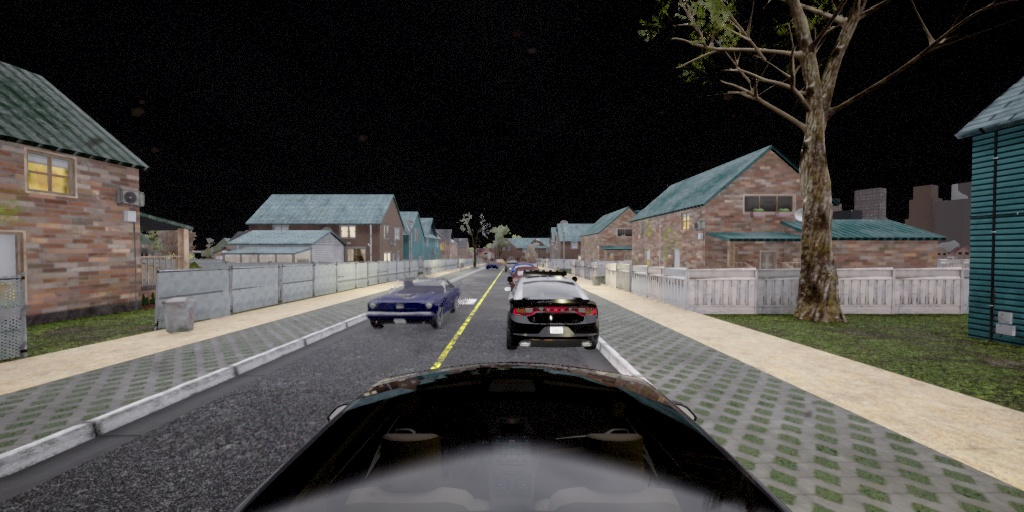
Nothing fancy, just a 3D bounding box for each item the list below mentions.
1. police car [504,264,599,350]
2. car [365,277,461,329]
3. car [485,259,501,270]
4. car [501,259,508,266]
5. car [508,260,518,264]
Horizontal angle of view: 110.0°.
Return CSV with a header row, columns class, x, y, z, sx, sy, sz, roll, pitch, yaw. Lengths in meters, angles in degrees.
class,x,y,z,sx,sy,sz,roll,pitch,yaw
police car,0.826,1.175,9.238,1.930,1.638,5.238,0,0,0
car,-2.850,1.351,11.320,1.895,1.301,4.718,0,0,0
car,-2.855,1.425,52.339,1.895,1.301,4.718,0,0,0
car,0.031,1.301,47.617,2.128,1.511,4.902,0,0,0
car,0.823,1.242,25.132,1.882,1.535,5.008,0,0,0
